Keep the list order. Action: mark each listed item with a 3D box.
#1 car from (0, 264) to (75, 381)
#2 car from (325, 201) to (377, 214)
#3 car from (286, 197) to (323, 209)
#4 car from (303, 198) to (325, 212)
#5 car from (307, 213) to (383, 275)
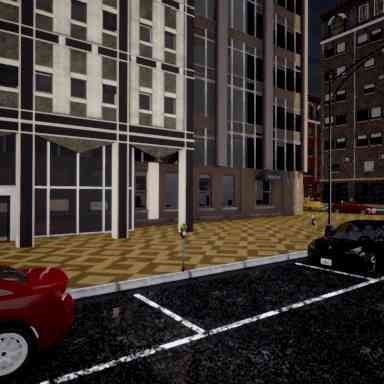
[{"bbox_3d":[-3.756,1.545,3.874,4.507,1.381,1.887,0,0,-36],"label":"car"},{"bbox_3d":[15.538,1.535,32.174,1.802,1.307,4.206,0,0,-36],"label":"car"},{"bbox_3d":[15.625,1.500,46.401,1.752,1.417,4.829,0,0,-36],"label":"car"},{"bbox_3d":[12.331,1.468,36.633,1.752,1.417,4.829,0,0,-36],"label":"car"},{"bbox_3d":[5.494,1.567,10.497,4.313,1.339,1.947,0,0,-36],"label":"car"}]
